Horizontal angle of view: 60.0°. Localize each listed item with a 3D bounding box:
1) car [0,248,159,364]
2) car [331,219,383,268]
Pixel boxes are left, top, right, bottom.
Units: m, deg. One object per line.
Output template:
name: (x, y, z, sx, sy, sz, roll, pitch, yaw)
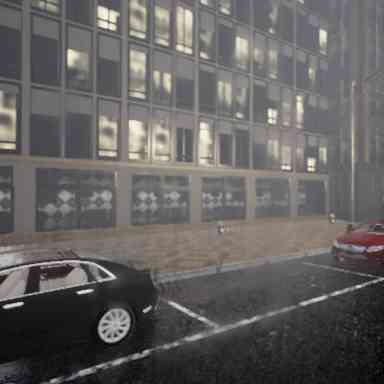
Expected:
car: (-2.589, 1.551, 4.708, 4.403, 1.369, 2.008, 0, 0, -36)
car: (6.430, 1.593, 11.143, 4.206, 1.307, 1.802, 0, 0, -36)
